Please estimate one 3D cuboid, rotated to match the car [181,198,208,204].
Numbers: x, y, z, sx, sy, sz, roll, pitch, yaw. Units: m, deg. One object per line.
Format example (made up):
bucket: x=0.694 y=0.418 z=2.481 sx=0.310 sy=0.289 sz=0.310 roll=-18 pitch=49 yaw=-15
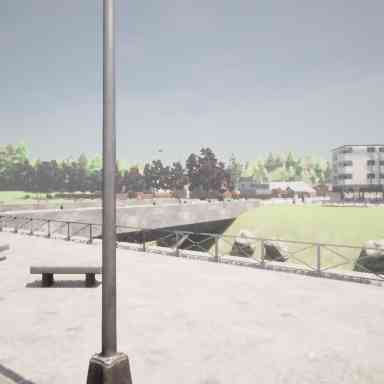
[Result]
car: x=0.434 y=1.601 z=49.345 sx=1.895 sy=1.301 sz=4.718 roll=0 pitch=0 yaw=36
